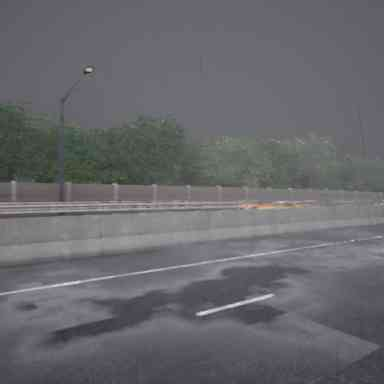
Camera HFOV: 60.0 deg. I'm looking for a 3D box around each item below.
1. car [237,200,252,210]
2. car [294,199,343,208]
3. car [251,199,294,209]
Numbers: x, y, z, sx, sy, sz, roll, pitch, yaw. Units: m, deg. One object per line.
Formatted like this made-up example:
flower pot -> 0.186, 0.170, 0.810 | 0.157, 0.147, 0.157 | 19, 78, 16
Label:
car -> 6.831, 1.500, 34.604 | 4.553, 1.767, 2.097 | 1, 0, -35
car -> 11.599, 1.508, 29.396 | 4.553, 1.767, 2.097 | 1, 0, -35
car -> 8.260, 1.618, 31.328 | 5.008, 1.535, 1.882 | 1, -1, -35
